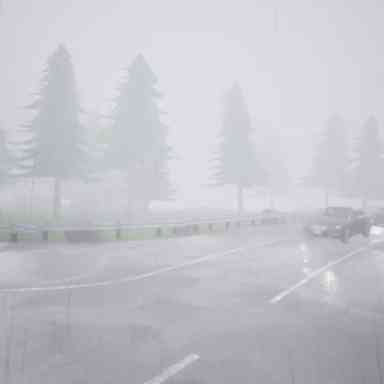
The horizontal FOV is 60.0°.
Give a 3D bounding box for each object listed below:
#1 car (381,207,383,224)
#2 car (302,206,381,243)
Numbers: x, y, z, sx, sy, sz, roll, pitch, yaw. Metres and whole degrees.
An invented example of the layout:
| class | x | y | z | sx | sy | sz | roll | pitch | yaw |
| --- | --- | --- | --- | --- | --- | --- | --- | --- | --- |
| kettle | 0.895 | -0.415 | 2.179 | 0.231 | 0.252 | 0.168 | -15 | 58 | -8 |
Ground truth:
| class | x | y | z | sx | sy | sz | roll | pitch | yaw |
| --- | --- | --- | --- | --- | --- | --- | --- | --- | --- |
| car | 13.674 | 1.541 | 22.262 | 4.181 | 1.385 | 1.994 | 0 | 0 | -40 |
| car | 7.033 | 1.453 | 15.939 | 2.128 | 1.511 | 4.902 | 1 | 0 | 44 |
